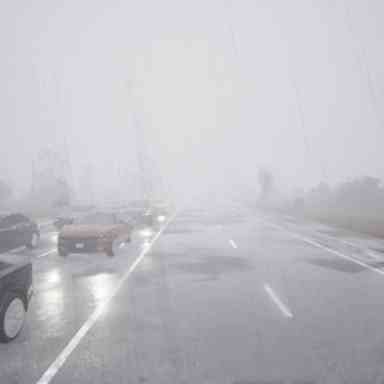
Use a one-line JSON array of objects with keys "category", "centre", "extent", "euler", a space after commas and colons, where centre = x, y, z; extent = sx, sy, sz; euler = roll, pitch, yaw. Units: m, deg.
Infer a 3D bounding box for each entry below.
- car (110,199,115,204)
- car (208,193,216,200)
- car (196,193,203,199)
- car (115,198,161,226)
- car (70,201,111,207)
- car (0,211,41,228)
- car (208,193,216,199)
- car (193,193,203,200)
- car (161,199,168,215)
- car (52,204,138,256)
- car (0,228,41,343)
[{"category": "car", "centre": [-7.048, 1.406, 31.585], "extent": [1.882, 1.535, 5.008], "euler": [0, 0, 0]}, {"category": "car", "centre": [4.897, 1.331, 83.905], "extent": [2.128, 1.511, 4.902], "euler": [0, 0, 4]}, {"category": "car", "centre": [2.195, 1.150, 94.016], "extent": [1.812, 1.442, 4.674], "euler": [0, 0, 6]}, {"category": "car", "centre": [-3.569, 1.300, 22.952], "extent": [2.097, 1.767, 4.553], "euler": [0, 0, 0]}, {"category": "car", "centre": [-7.076, 1.498, 21.539], "extent": [2.033, 1.411, 5.357], "euler": [0, 0, 0]}, {"category": "car", "centre": [-7.095, 1.478, 11.698], "extent": [1.837, 1.490, 4.892], "euler": [0, 0, 0]}, {"category": "car", "centre": [5.719, 1.123, 94.103], "extent": [1.882, 1.535, 5.008], "euler": [0, 0, 6]}, {"category": "car", "centre": [1.372, 1.344, 83.692], "extent": [2.033, 1.411, 5.357], "euler": [0, 0, 4]}, {"category": "car", "centre": [-3.541, 1.402, 33.305], "extent": [1.882, 1.535, 5.008], "euler": [0, 0, 1]}, {"category": "car", "centre": [-3.594, 1.448, 13.151], "extent": [1.882, 1.535, 5.008], "euler": [0, 0, 0]}, {"category": "car", "centre": [-3.596, 1.469, 3.572], "extent": [1.882, 1.535, 5.008], "euler": [0, 0, 0]}]
